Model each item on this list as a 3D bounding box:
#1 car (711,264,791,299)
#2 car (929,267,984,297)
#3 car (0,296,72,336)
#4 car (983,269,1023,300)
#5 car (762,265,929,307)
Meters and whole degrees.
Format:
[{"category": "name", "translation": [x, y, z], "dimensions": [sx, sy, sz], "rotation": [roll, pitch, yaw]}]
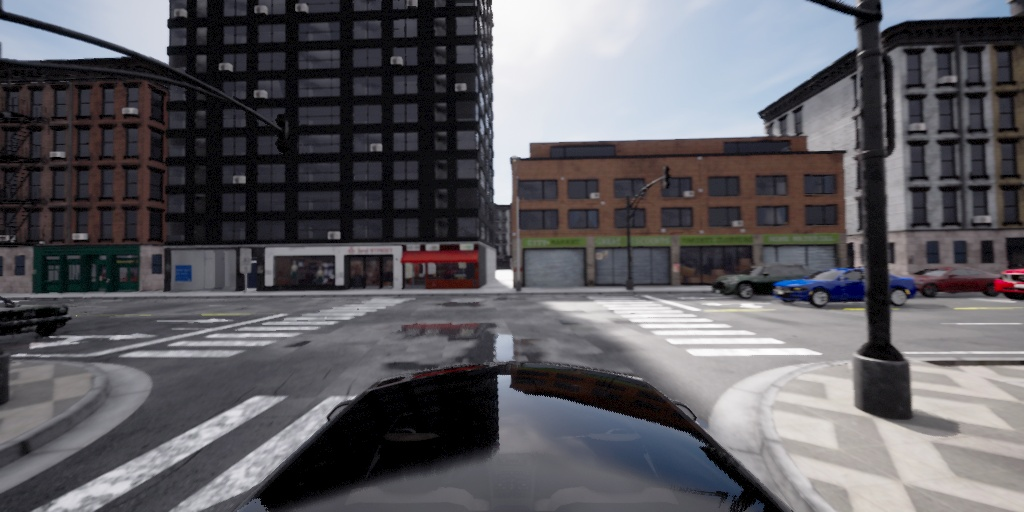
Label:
[{"category": "car", "translation": [12.816, 1.216, 18.389], "dimensions": [4.553, 1.767, 2.097], "rotation": [-1, -1, 2]}, {"category": "car", "translation": [21.637, 1.261, 18.003], "dimensions": [4.674, 1.442, 1.812], "rotation": [-1, -1, 3]}, {"category": "car", "translation": [-14.952, 1.635, 9.578], "dimensions": [4.718, 1.301, 1.895], "rotation": [-1, -1, 3]}, {"category": "car", "translation": [23.722, 0.850, 14.684], "dimensions": [5.566, 2.045, 2.150], "rotation": [-1, -1, 3]}, {"category": "car", "translation": [13.808, 1.251, 15.082], "dimensions": [5.008, 1.535, 1.882], "rotation": [-1, -1, 1]}]
